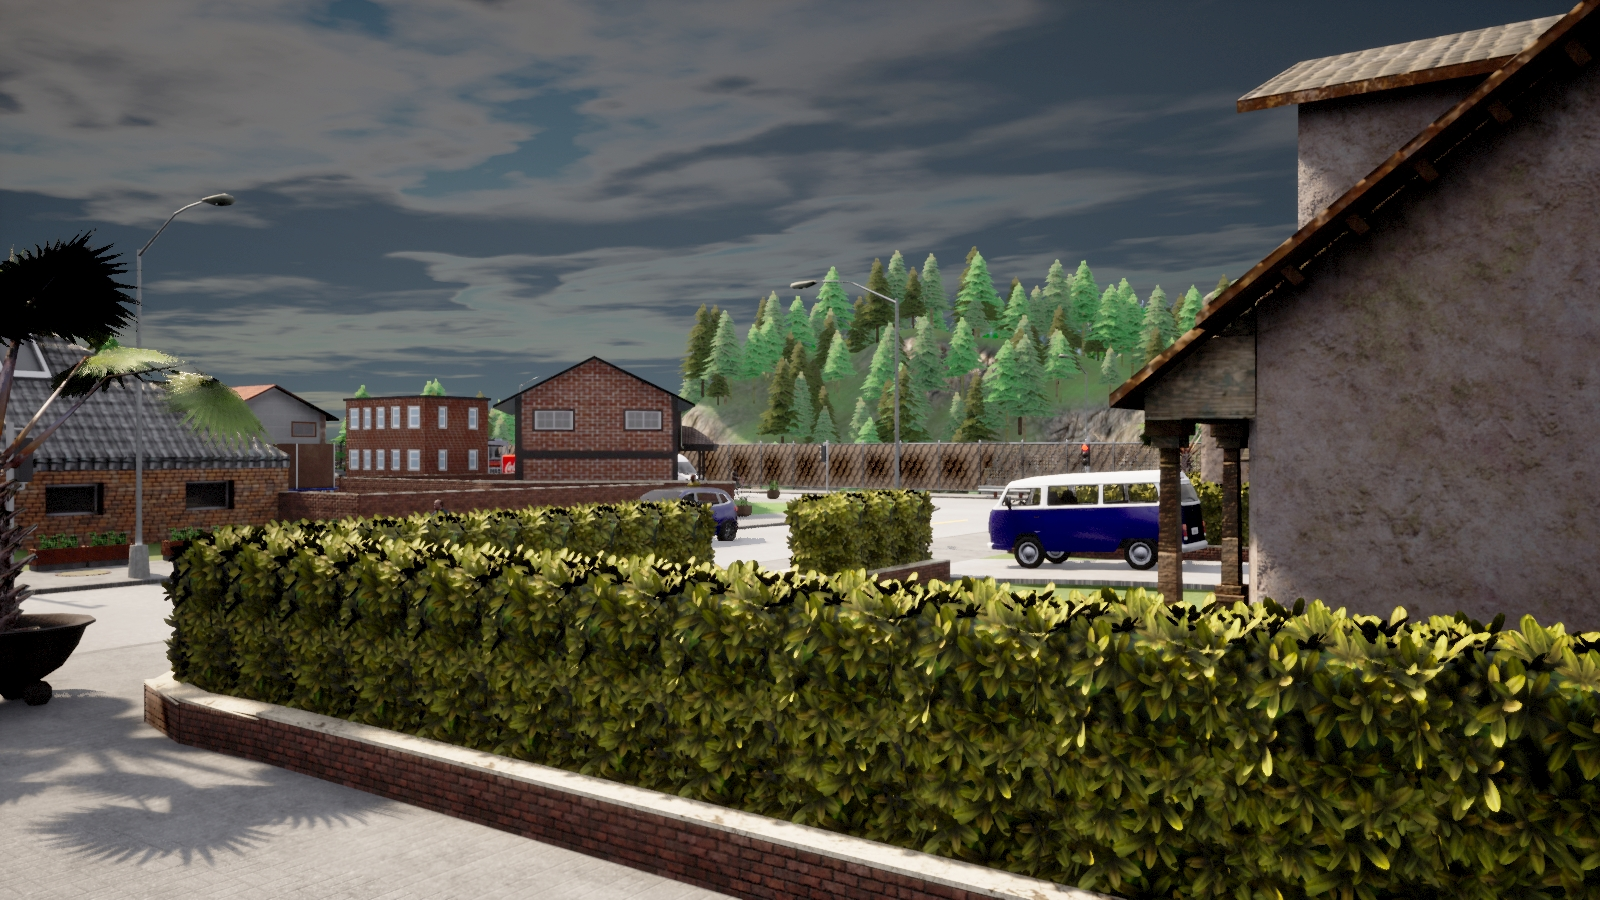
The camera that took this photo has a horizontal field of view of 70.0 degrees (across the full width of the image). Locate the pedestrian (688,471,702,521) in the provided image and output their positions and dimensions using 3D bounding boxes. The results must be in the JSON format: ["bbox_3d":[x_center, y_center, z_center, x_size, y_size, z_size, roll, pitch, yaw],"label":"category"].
[{"bbox_3d":[-3.961,1.732,42.937,0.375,1.860,0.375,0,0,37],"label":"pedestrian"}]

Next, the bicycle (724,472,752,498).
[{"bbox_3d":[-3.639,2.044,67.429,1.835,1.471,0.329,0,0,35],"label":"bicycle"}]

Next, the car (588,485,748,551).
[{"bbox_3d":[-3.847,1.958,34.027,2.242,1.667,4.611,0,0,35],"label":"car"}]
